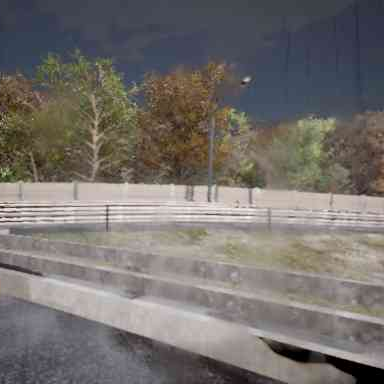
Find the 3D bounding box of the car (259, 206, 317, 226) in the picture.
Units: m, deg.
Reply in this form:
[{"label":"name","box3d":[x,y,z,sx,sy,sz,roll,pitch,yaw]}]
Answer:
[{"label":"car","box3d":[7.844,1.916,27.213,4.902,1.511,2.128,3,-1,-16]}]
